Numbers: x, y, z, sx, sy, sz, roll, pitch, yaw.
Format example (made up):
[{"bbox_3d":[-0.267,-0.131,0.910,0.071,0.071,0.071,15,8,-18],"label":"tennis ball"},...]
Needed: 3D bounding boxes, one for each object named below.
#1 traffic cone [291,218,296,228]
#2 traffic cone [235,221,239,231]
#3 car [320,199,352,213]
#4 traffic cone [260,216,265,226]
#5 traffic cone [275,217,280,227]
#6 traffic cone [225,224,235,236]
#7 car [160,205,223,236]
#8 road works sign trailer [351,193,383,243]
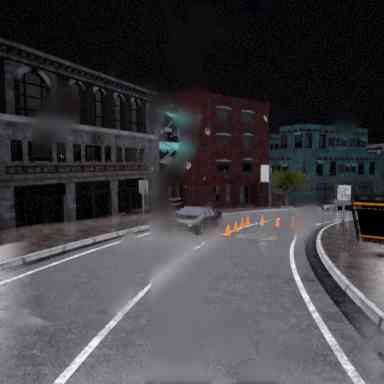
[{"bbox_3d":[6.616,2.009,21.686,0.340,0.580,0.340,2,1,19],"label":"traffic cone"},{"bbox_3d":[2.491,1.903,18.874,0.340,0.580,0.340,2,1,19],"label":"traffic cone"},{"bbox_3d":[17.532,1.640,40.252,4.902,1.511,2.128,1,3,-37],"label":"car"},{"bbox_3d":[4.730,1.933,22.328,0.340,0.580,0.340,2,1,19],"label":"traffic cone"},{"bbox_3d":[5.670,1.971,22.006,0.340,0.580,0.340,2,1,18],"label":"traffic cone"},{"bbox_3d":[1.841,1.904,16.983,0.340,0.580,0.340,2,0,19],"label":"traffic cone"},{"bbox_3d":[0.193,1.441,18.142,2.033,1.411,5.357,2,1,21],"label":"car"},{"bbox_3d":[7.114,1.154,10.546,3.560,2.380,2.880,2,45,37],"label":"road works sign trailer"}]
